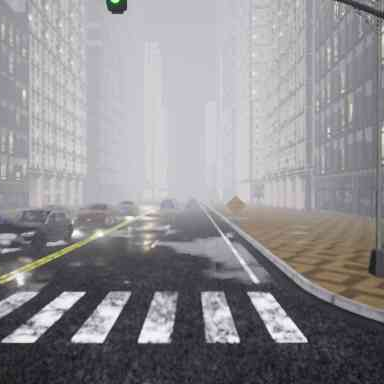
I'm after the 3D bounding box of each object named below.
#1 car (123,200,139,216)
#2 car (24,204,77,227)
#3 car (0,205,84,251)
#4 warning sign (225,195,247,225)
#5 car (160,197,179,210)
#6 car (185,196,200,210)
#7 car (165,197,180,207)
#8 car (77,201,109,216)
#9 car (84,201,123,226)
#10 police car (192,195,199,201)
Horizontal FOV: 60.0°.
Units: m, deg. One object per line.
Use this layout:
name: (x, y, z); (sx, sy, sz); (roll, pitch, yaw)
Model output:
car: (-6.590, 1.585, 33.783); (1.812, 1.442, 4.674); (0, 0, 0)
car: (-9.846, 1.598, 23.591); (1.994, 1.385, 4.181); (0, 0, 0)
car: (-6.598, 1.509, 14.208); (2.128, 1.511, 4.902); (0, 0, 0)
warning sign: (2.856, 1.147, 21.641); (1.300, 1.860, 1.060); (0, 0, 0)
car: (-3.143, 1.569, 44.044); (1.882, 1.535, 5.008); (0, 0, 0)
car: (0.109, 1.623, 45.587); (1.812, 1.442, 4.674); (0, 0, 0)
car: (-3.153, 1.623, 54.453); (2.128, 1.511, 4.902); (0, 0, 0)
car: (-9.836, 1.622, 33.515); (1.994, 1.385, 4.181); (0, 0, 0)
car: (-6.596, 1.512, 23.736); (1.882, 1.535, 5.008); (0, 0, 0)
police car: (0.985, 1.739, 91.757); (1.930, 1.638, 5.238); (0, 0, 0)
